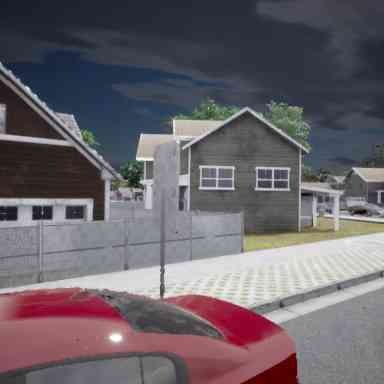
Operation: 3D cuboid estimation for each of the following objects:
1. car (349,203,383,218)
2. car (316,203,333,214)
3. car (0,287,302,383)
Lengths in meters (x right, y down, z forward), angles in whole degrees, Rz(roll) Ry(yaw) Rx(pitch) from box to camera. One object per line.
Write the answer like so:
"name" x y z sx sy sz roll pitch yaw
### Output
"car" 18.988 1.991 36.069 2.128 1.511 4.902 1 -2 -5
"car" 17.942 2.298 46.756 1.837 1.490 4.892 1 -2 -6
"car" -1.470 1.478 1.902 5.008 1.535 1.882 0 0 -36
